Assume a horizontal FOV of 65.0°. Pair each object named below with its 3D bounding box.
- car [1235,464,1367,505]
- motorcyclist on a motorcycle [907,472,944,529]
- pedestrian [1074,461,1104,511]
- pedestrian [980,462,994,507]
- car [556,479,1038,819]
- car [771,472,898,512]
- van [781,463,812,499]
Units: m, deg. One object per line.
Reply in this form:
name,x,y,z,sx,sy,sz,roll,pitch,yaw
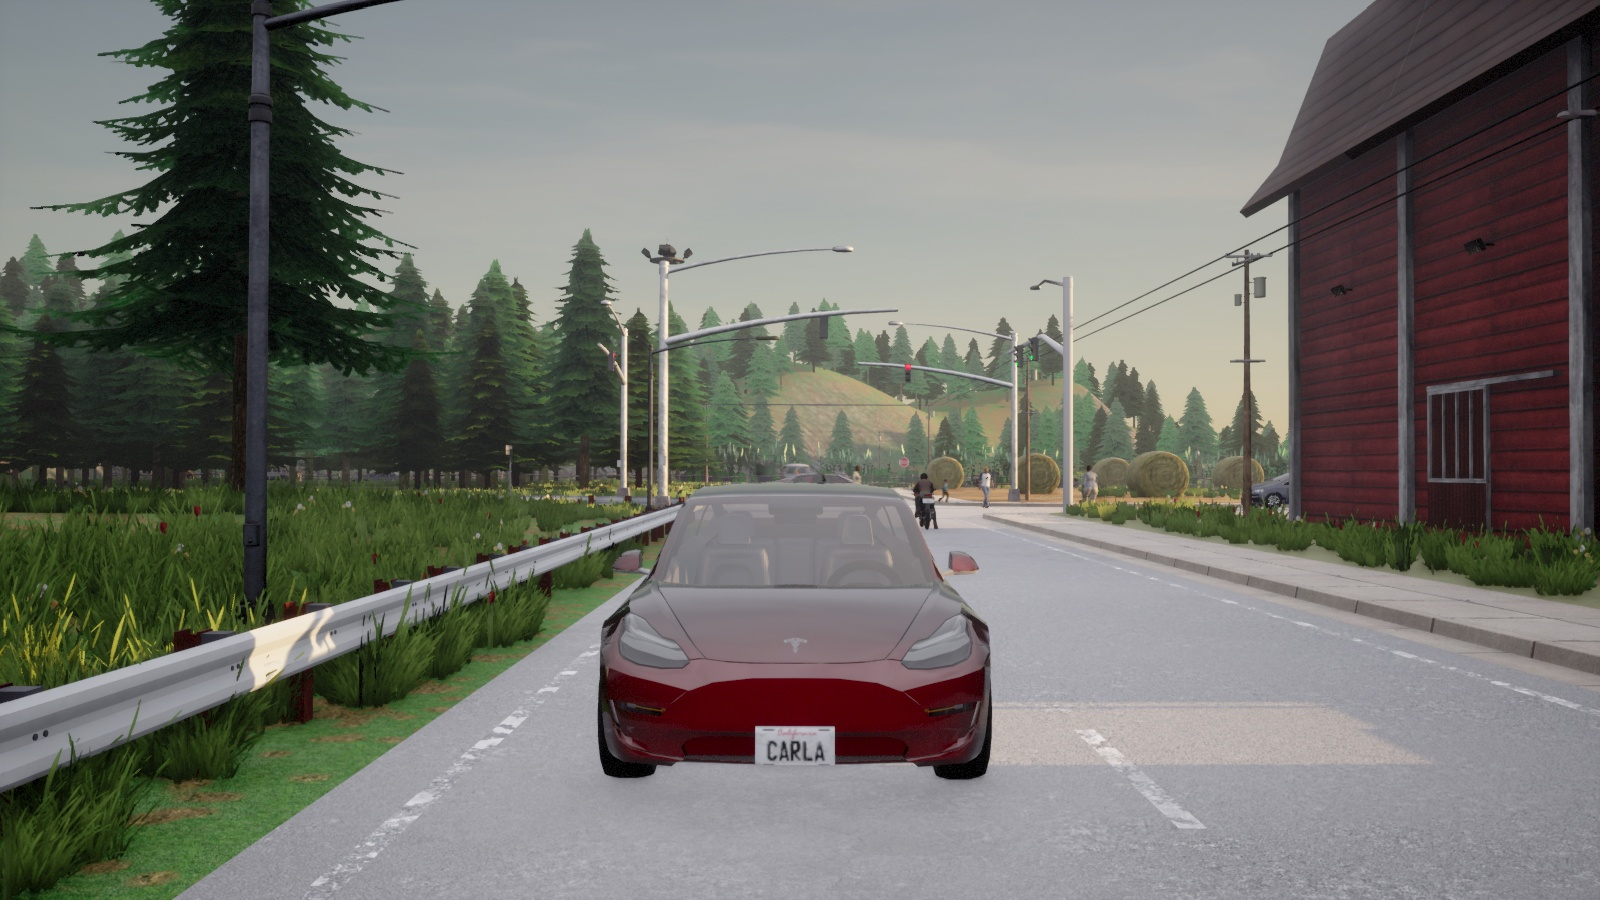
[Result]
car,20.861,1.424,52.465,4.611,1.667,2.242,0,-1,-1
motorcyclist on a motorcycle,3.408,1.358,34.300,0.797,1.523,2.044,0,-1,0
pedestrian,10.830,1.335,47.074,0.874,1.855,0.900,0,-1,-5
pedestrian,7.726,1.431,52.018,0.354,1.836,0.706,0,-1,-11
car,-0.022,0.949,8.047,2.163,1.488,4.792,0,-1,0
car,1.299,1.611,48.553,4.792,1.488,2.163,0,-1,-1
van,-0.194,1.788,72.821,1.775,1.987,4.442,0,-1,0
